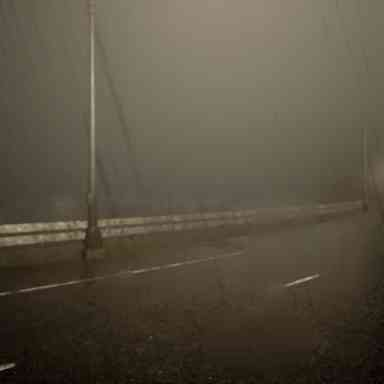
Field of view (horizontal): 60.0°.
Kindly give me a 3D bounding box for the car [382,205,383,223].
[{"bbox_3d":[14.751,1.135,22.855,2.150,2.045,5.566,0,1,41],"label":"car"}]
